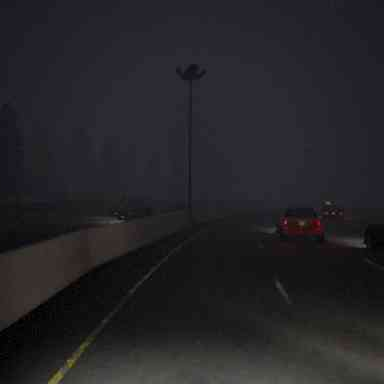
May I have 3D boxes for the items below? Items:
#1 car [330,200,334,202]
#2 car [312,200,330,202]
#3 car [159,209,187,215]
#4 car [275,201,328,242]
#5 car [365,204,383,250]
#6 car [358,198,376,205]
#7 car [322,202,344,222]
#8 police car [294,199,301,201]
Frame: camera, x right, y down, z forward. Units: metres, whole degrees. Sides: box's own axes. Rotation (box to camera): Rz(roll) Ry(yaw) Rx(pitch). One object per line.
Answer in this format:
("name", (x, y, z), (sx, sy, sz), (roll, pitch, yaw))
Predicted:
("car", (28.240, 2.321, 68.463), (5.008, 1.535, 1.882), (1, -1, -44))
("car", (24.238, 2.259, 64.335), (1.882, 1.535, 5.008), (0, -1, 42))
("car", (-1.506, 1.801, 32.073), (1.882, 1.535, 5.008), (0, -1, 19))
("car", (5.714, 1.568, 18.124), (2.097, 1.767, 4.553), (0, -1, 11))
("car", (8.224, 1.521, 12.378), (2.097, 1.767, 4.553), (0, -1, 8))
("car", (41.025, 2.215, 77.837), (4.553, 1.767, 2.097), (1, -1, -33))
("car", (13.042, 1.930, 30.886), (2.033, 1.411, 5.357), (0, -1, 21))
("police car", (18.201, 2.102, 57.039), (1.930, 1.638, 5.238), (0, -1, 37))
